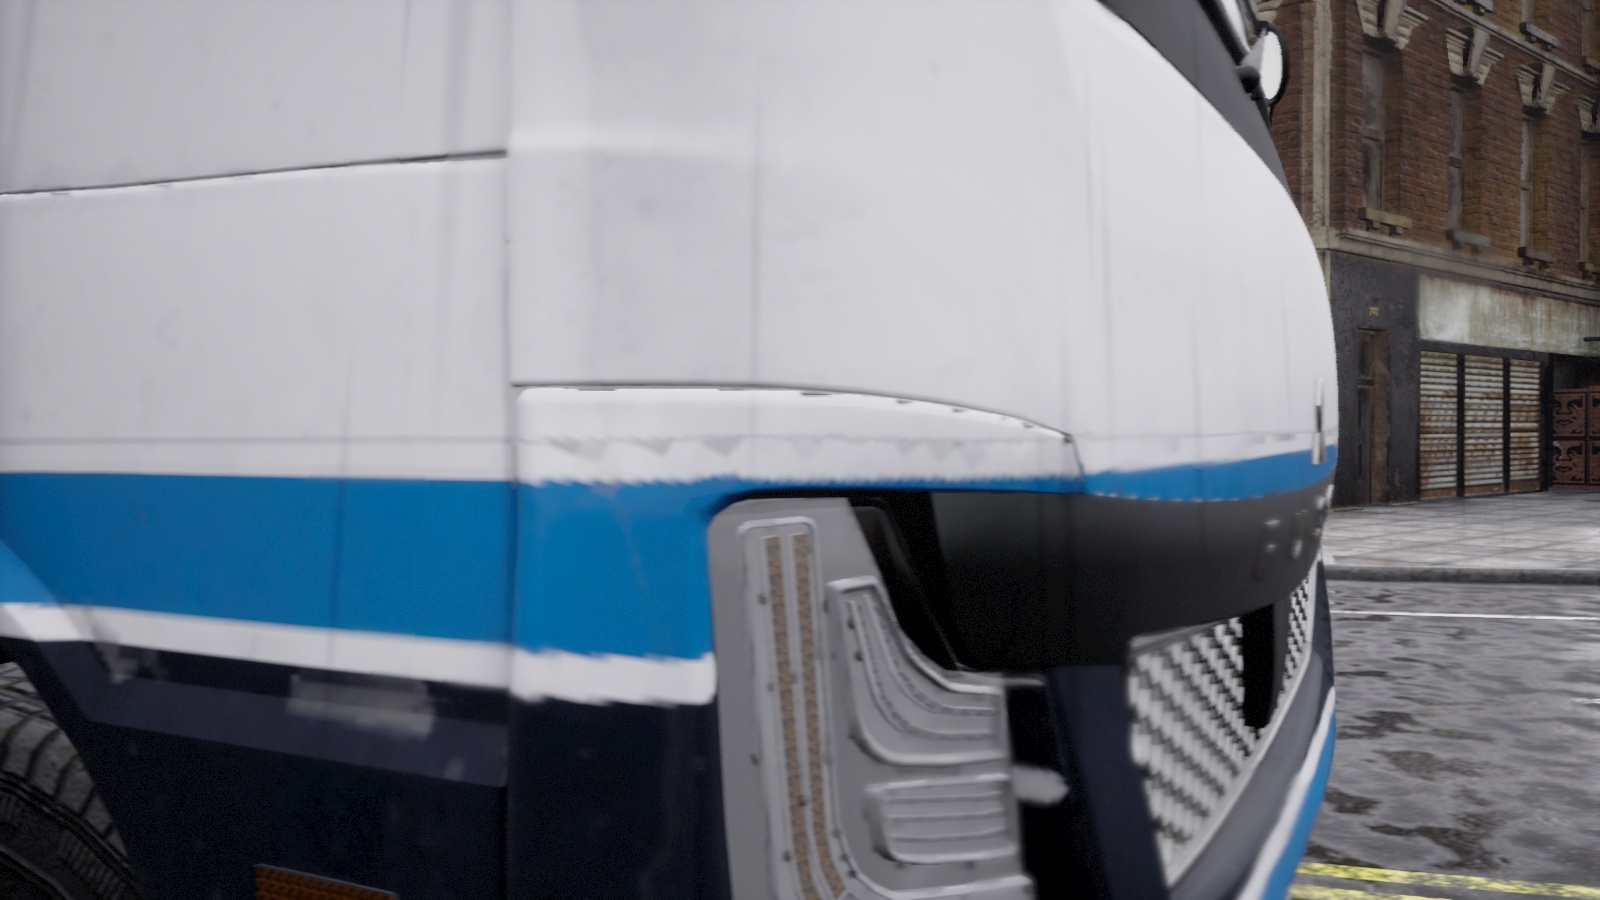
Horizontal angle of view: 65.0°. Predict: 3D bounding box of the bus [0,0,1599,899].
[{"bbox_3d":[-3.063,-0.626,4.281,10.273,4.253,3.944,1,1,27],"label":"bus"}]
